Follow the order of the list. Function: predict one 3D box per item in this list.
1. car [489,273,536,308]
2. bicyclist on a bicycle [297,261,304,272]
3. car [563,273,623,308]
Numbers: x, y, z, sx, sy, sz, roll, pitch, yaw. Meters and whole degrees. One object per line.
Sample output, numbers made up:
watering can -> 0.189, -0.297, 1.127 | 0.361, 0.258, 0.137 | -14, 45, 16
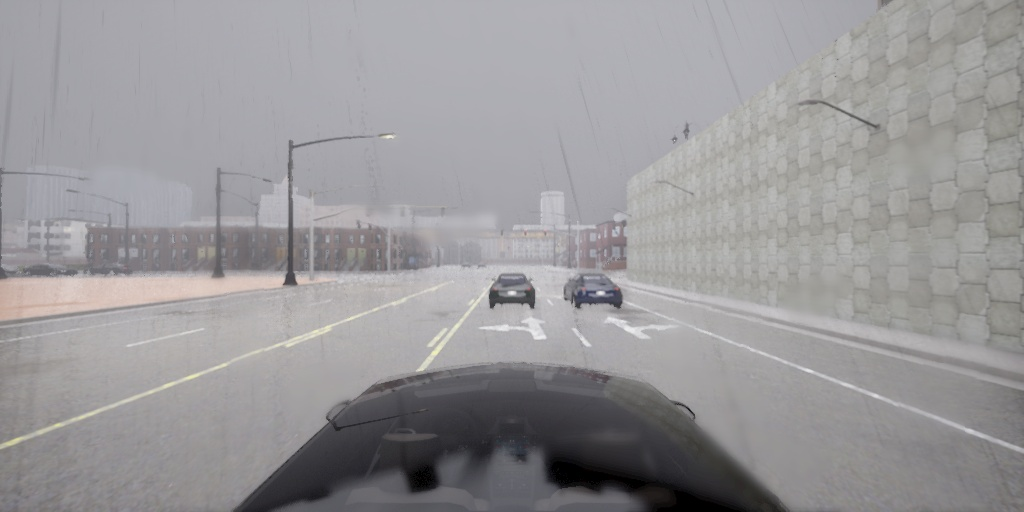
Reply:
car -> 0.010, 1.453, 16.190 | 1.994, 1.385, 4.181 | 0, 0, 0
bicyclist on a bicycle -> -30.806, 1.537, 52.272 | 0.582, 1.620, 1.656 | 0, 0, 0
car -> 3.507, 1.452, 16.137 | 1.994, 1.385, 4.181 | 0, -1, 0
